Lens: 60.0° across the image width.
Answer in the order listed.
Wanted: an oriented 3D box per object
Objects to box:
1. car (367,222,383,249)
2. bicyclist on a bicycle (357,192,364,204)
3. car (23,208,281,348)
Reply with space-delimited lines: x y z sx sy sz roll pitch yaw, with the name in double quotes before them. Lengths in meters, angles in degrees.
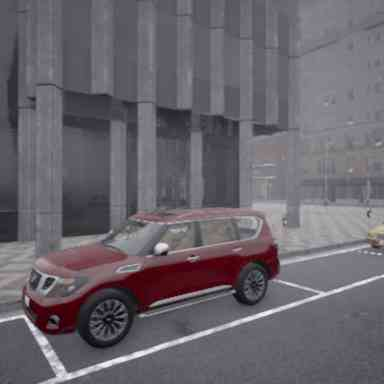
"car" 8.595 1.418 12.888 4.829 1.417 1.752 -1 1 -35
"bicyclist on a bicycle" 22.134 0.827 43.630 1.656 1.620 0.582 0 1 -35
"car" -0.424 1.290 6.451 5.009 1.841 2.192 -1 1 -35
